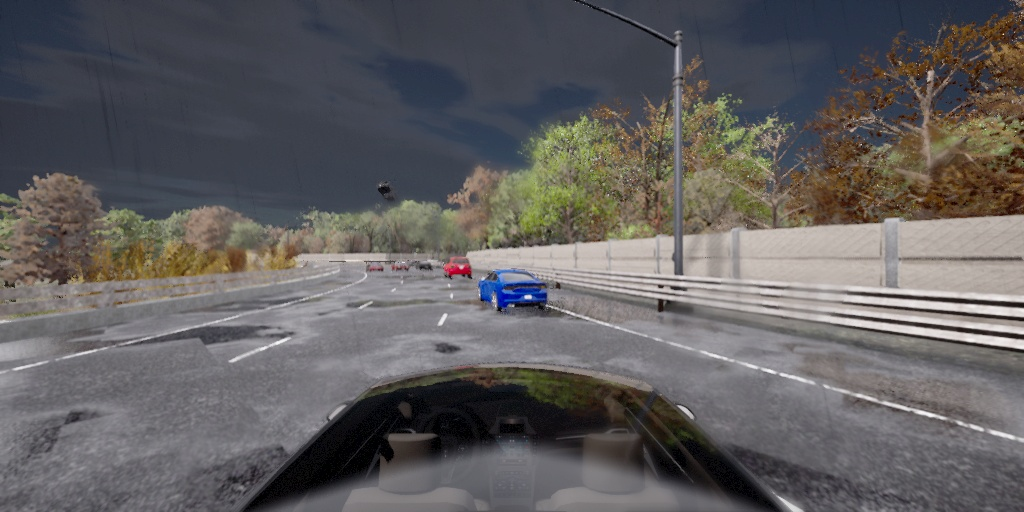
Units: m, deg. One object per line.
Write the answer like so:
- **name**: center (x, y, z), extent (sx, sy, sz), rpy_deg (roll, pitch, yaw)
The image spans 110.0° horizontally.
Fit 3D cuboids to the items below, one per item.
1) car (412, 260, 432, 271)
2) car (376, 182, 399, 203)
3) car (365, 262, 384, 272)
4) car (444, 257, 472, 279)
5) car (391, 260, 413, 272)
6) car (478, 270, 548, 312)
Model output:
- **car**: center (-13.817, 1.527, 55.672), extent (1.882, 1.535, 5.008), rpy_deg (0, 0, -25)
- **car**: center (-17.789, -8.980, 51.458), extent (2.128, 1.511, 4.902), rpy_deg (-16, -16, -1)
- **car**: center (-19.915, 1.594, 51.916), extent (1.994, 1.385, 4.181), rpy_deg (0, 0, -30)
- **car**: center (-5.360, 1.159, 35.034), extent (2.150, 2.045, 5.566), rpy_deg (0, 0, -17)
- **car**: center (-16.718, 1.638, 53.365), extent (1.895, 1.301, 4.718), rpy_deg (0, 0, -30)
- **car**: center (-0.140, 1.300, 14.928), extent (1.882, 1.535, 5.008), rpy_deg (0, 0, -16)
